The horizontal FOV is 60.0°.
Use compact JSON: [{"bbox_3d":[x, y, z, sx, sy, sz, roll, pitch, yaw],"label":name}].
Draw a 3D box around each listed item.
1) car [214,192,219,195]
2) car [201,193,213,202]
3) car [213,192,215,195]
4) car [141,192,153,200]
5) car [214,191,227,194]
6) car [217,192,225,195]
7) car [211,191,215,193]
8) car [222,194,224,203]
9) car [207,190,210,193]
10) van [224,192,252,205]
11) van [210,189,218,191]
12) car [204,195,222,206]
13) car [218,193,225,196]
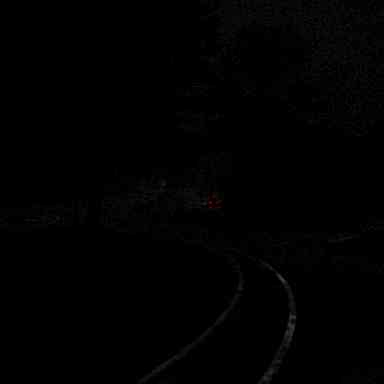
[{"bbox_3d":[8.062,1.341,72.980,5.008,1.535,2.097,0,1,-2],"label":"car"},{"bbox_3d":[2.962,1.423,73.180,1.895,1.301,4.718,0,1,-2],"label":"car"},{"bbox_3d":[7.819,1.259,78.525,4.674,1.452,2.002,0,1,-2],"label":"car"},{"bbox_3d":[-11.063,1.092,79.056,1.837,1.490,4.892,0,1,-2],"label":"car"},{"bbox_3d":[7.971,1.155,75.751,4.553,1.767,2.185,0,1,-2],"label":"car"},{"bbox_3d":[8.167,1.404,70.207,4.892,1.521,2.231,0,1,-2],"label":"car"},{"bbox_3d":[7.700,1.158,81.297,5.008,1.535,2.097,0,1,-2],"label":"car"},{"bbox_3d":[8.553,1.619,61.893,4.792,1.488,2.163,0,1,-2],"label":"car"},{"bbox_3d":[7.208,0.947,92.386,4.792,1.488,2.163,0,1,-2],"label":"car"},{"bbox_3d":[8.524,1.425,59.110,4.442,1.987,1.878,0,1,-2],"label":"van"},{"bbox_3d":[7.589,0.813,86.843,4.442,1.987,1.878,0,1,-2],"label":"van"},{"bbox_3d":[3.669,1.747,58.889,1.895,1.301,4.718,0,1,-3],"label":"car"},{"bbox_3d":[8.220,1.523,64.657,5.366,1.575,1.946,0,1,-2],"label":"car"}]
